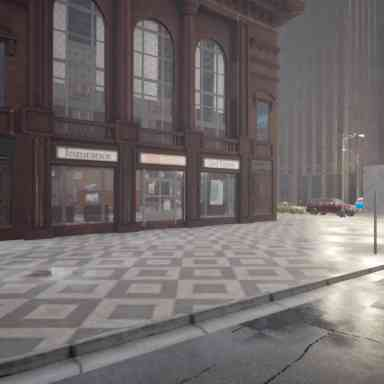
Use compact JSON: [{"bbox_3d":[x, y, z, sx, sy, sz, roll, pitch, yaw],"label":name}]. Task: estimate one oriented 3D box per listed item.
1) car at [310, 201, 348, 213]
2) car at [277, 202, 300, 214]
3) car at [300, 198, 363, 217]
[{"bbox_3d":[17.704,1.899,43.138,1.802,1.307,4.206,-1,0,-35],"label":"car"},{"bbox_3d":[10.842,1.800,38.074,1.752,1.417,4.829,0,0,-35],"label":"car"},{"bbox_3d":[13.986,1.524,33.620,2.192,1.841,5.009,0,0,-35],"label":"car"}]
